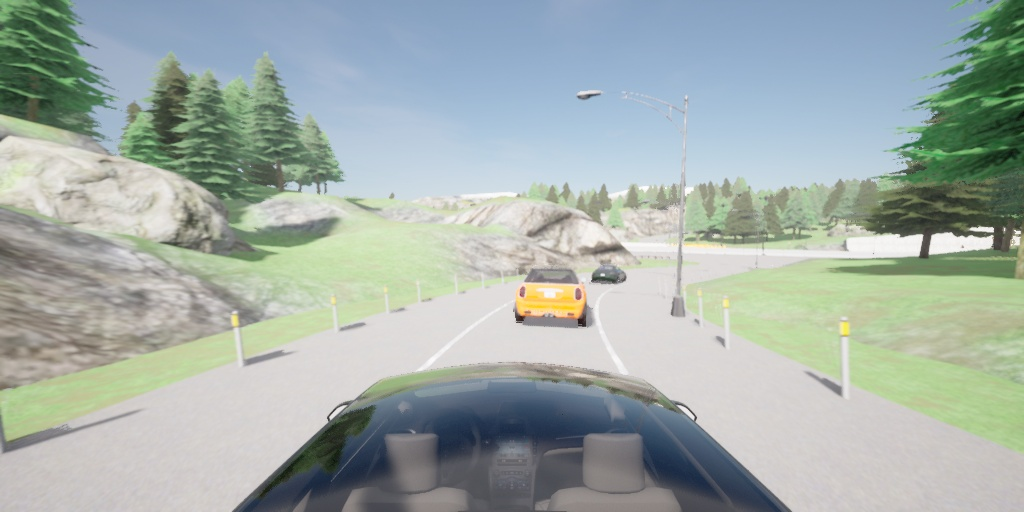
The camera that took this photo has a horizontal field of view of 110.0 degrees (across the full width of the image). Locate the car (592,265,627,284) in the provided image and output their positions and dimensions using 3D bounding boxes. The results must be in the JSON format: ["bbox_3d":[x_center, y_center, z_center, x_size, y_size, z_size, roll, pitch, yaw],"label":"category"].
[{"bbox_3d":[7.903,1.416,28.926,1.994,1.385,4.181,3,1,30],"label":"car"}]

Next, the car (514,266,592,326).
[{"bbox_3d":[1.431,1.103,12.116,2.097,1.767,4.553,1,0,10],"label":"car"}]
